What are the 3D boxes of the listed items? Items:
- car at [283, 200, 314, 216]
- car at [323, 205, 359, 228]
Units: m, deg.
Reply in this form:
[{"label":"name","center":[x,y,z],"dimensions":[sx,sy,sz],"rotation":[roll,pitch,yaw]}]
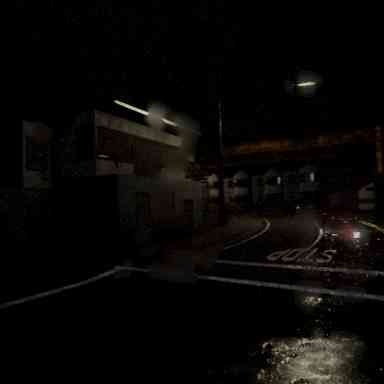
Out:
[{"label":"car","center":[11.945,1.702,37.702],"dimensions":[2.097,1.767,4.553],"rotation":[-2,-2,-5]},{"label":"car","center":[10.466,1.681,23.597],"dimensions":[1.812,1.442,4.674],"rotation":[-2,-1,15]}]
